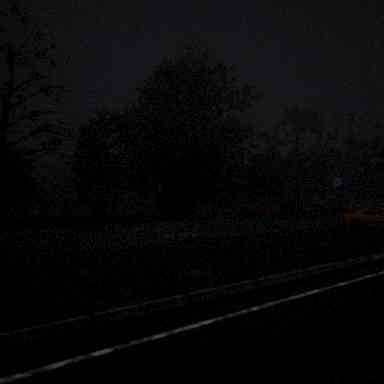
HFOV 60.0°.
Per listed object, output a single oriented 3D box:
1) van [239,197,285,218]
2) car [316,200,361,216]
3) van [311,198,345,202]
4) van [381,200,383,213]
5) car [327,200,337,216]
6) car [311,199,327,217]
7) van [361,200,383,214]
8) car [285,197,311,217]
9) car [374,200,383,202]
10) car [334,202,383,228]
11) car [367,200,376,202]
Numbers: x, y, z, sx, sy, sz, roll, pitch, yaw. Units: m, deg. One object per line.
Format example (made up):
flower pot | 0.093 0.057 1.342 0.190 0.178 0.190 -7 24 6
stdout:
van | 6.631 1.467 33.226 1.878 1.987 4.442 2 -1 -36
car | 18.082 1.934 41.214 2.185 1.767 4.553 2 -1 -35
van | 15.744 1.756 39.728 1.878 1.987 4.442 2 -1 -35
van | 31.658 2.298 50.797 1.878 1.987 4.442 2 -1 -35
car | 13.556 1.905 38.016 2.231 1.521 4.892 2 -1 -35
car | 11.408 1.826 36.264 1.946 1.575 5.366 2 -1 -36
van | 27.015 2.143 47.771 1.878 1.987 4.442 2 -1 -36
car | 9.037 1.506 34.833 2.435 2.045 5.566 2 -1 -35
car | 22.573 2.214 44.451 2.097 1.535 5.008 2 -1 -36
car | 12.063 1.636 20.662 1.946 1.575 5.366 2 -1 -36
car | 20.216 2.133 42.770 2.097 1.535 5.008 2 -1 -35
